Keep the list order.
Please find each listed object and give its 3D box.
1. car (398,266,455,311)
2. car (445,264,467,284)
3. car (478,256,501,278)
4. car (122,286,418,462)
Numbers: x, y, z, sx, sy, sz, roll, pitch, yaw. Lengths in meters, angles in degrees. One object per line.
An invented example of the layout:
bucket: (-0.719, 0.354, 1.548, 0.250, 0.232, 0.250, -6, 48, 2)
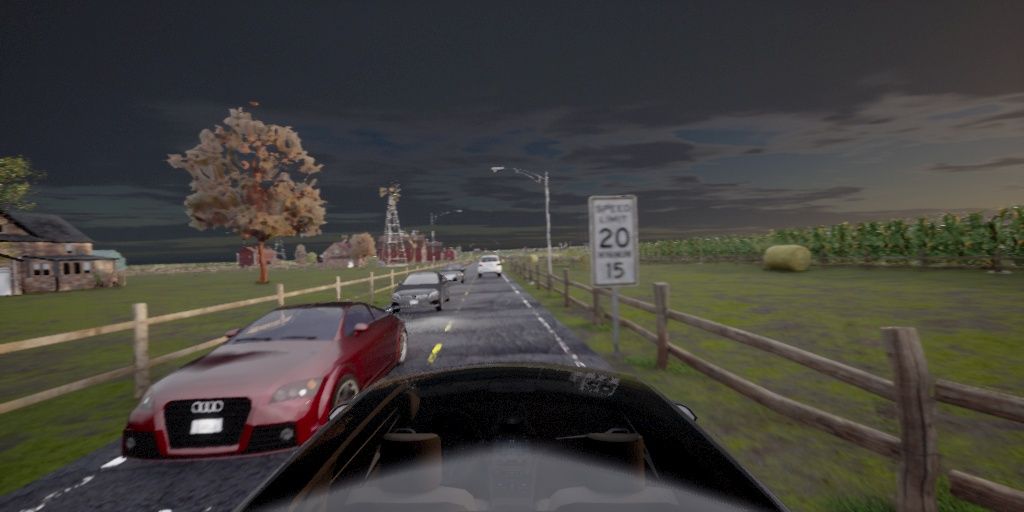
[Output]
car: (-3.644, 1.379, 15.003, 1.812, 1.442, 4.674, -2, 0, -4)
car: (-4.570, 1.358, 28.240, 2.128, 1.511, 4.902, -2, 0, -4)
car: (-2.224, 0.999, 35.692, 2.150, 2.045, 5.566, -2, 0, -3)
car: (-2.951, 1.410, 5.355, 1.994, 1.385, 4.181, -2, 0, -2)
